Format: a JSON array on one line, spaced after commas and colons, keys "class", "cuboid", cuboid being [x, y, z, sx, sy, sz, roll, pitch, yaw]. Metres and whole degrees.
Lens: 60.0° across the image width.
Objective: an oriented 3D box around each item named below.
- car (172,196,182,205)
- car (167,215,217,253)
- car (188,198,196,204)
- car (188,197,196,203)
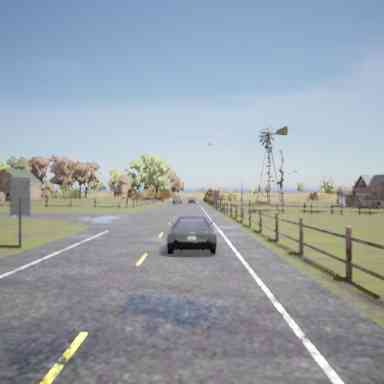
[{"class": "car", "cuboid": [-3.531, 1.932, 78.935, 2.150, 2.045, 5.566, 0, -1, 0]}, {"class": "car", "cuboid": [0.001, 1.697, 14.344, 1.994, 1.385, 4.181, 0, 0, 0]}, {"class": "car", "cuboid": [-0.032, 2.224, 81.448, 1.837, 1.490, 4.892, 0, -1, 0]}, {"class": "car", "cuboid": [-0.036, 2.227, 92.703, 1.994, 1.385, 4.181, 0, -1, 0]}]
